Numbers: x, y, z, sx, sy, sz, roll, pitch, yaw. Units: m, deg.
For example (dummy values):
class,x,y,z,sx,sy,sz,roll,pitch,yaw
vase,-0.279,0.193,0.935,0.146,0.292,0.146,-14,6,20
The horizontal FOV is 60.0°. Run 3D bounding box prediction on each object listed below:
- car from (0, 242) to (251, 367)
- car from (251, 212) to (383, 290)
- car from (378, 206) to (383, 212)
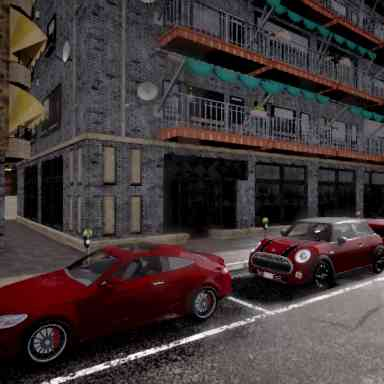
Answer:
class,x,y,z,sx,sy,sz,roll,pitch,yaw
car,-1.180,1.583,5.718,4.206,1.307,1.802,0,0,-36
car,3.423,1.443,9.016,4.097,1.590,1.967,0,0,-36
car,8.028,1.322,12.315,5.009,1.841,2.192,0,0,-36
